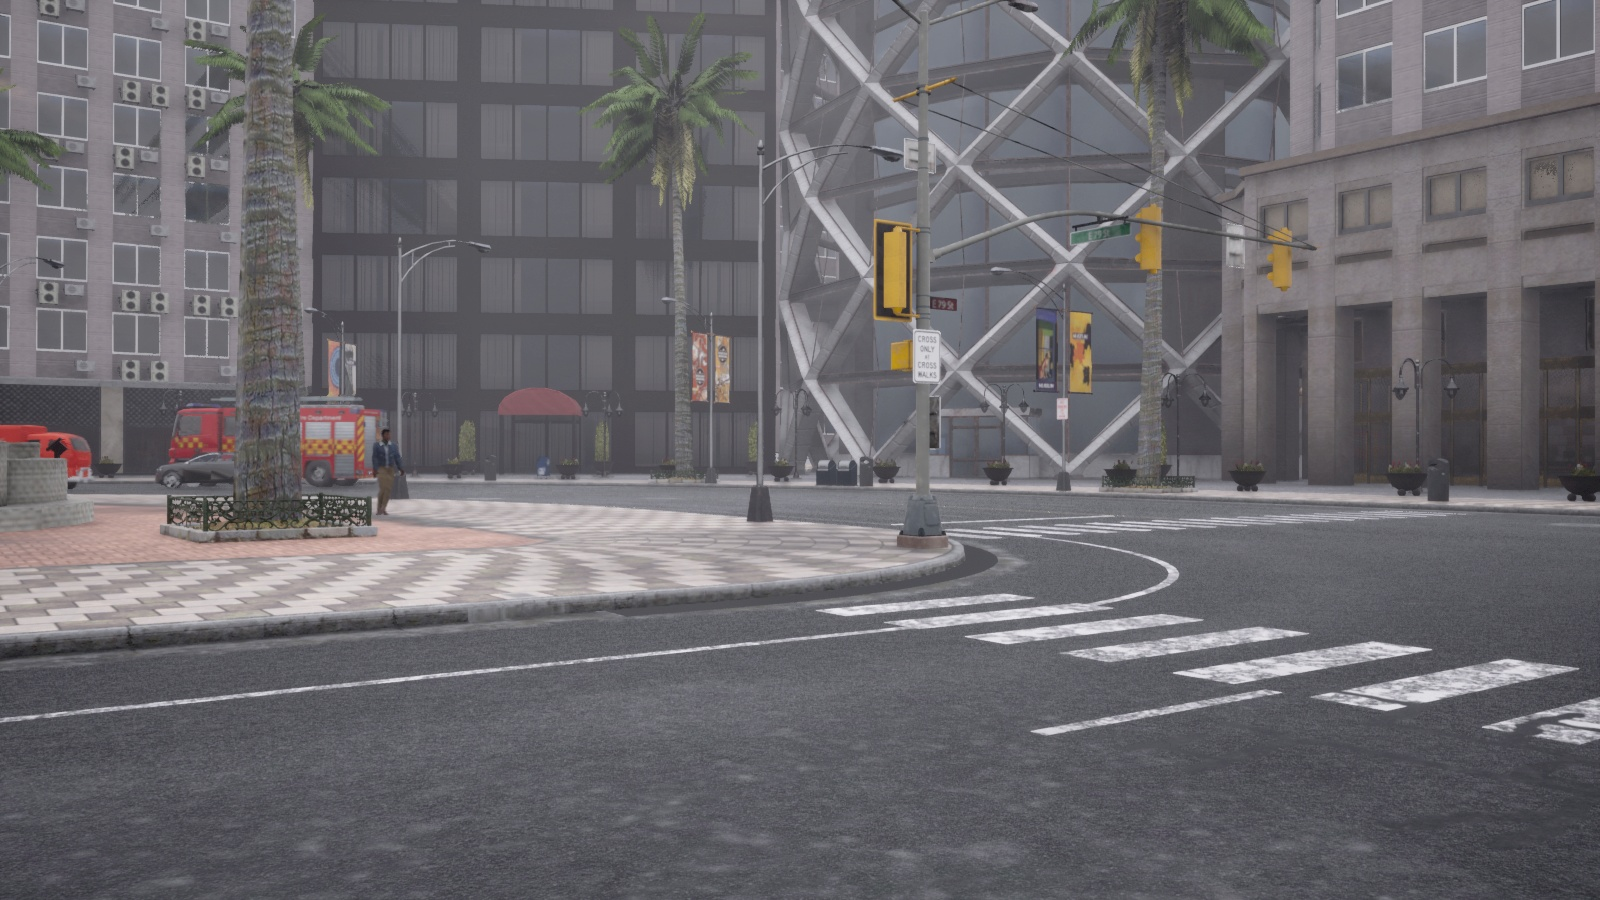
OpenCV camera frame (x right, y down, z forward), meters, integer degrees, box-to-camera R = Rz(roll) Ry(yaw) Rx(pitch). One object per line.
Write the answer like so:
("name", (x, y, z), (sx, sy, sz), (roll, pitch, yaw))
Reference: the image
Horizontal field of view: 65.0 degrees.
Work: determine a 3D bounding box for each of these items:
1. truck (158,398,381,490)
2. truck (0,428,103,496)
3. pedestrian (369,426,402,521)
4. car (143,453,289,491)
("truck", (-22.773, -0.239, 54.108), (8.468, 3.827, 2.891), (0, 0, 5))
("truck", (-29.325, 0.435, 46.832), (5.204, 2.467, 2.627), (0, 0, -8))
("pedestrian", (-8.680, 0.484, 26.292), (0.423, 1.949, 0.788), (0, 0, -36))
("car", (-23.465, 0.875, 50.593), (4.902, 1.511, 2.128), (0, 0, 3))
